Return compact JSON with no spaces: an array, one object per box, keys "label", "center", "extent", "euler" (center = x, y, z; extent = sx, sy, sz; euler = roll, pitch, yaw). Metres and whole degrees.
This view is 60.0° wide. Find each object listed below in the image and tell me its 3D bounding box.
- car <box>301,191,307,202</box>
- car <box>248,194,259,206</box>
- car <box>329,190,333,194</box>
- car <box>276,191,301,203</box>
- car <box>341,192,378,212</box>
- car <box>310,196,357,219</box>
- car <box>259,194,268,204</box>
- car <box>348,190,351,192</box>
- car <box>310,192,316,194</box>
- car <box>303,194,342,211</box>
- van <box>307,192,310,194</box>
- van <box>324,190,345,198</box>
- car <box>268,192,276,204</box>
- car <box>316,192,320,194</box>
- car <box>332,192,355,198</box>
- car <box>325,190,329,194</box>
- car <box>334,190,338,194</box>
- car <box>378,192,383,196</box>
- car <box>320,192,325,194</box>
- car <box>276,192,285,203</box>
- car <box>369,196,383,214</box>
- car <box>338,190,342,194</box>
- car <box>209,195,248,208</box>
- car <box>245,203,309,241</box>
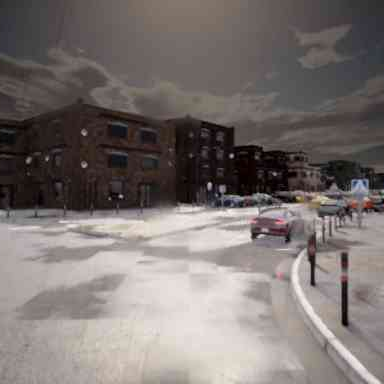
[{"label":"car","center":[16.811,1.055,58.526],"extent":[5.366,1.575,1.946],"euler":[0,1,39]},{"label":"car","center":[6.191,1.259,45.837],"extent":[5.008,1.535,2.097],"euler":[0,0,39]},{"label":"car","center":[27.143,0.854,71.446],"extent":[4.892,1.521,2.231],"euler":[0,1,39]},{"label":"car","center":[14.898,0.843,56.524],"extent":[5.566,2.045,2.435],"euler":[0,1,39]},{"label":"car","center":[18.120,1.146,35.929],"extent":[2.097,1.767,4.553],"euler":[0,1,40]},{"label":"car","center":[11.984,1.363,28.008],"extent":[2.128,1.511,4.902],"euler":[0,0,37]},{"label":"car","center":[7.941,1.269,47.966],"extent":[4.674,1.452,2.002],"euler":[0,1,39]},{"label":"car","center":[35.864,0.750,82.120],"extent":[4.674,1.452,2.002],"euler":[0,1,39]},{"label":"car","center":[20.154,0.986,62.916],"extent":[5.008,1.535,2.097],"euler":[0,1,39]},{"label":"car","center":[14.143,1.292,35.818],"extent":[1.882,1.535,5.008],"euler":[0,0,40]},{"label":"van","center":[18.501,0.796,60.701],"extent":[4.442,1.987,1.878],"euler":[0,1,39]},{"label":"van","center":[34.285,0.510,80.007],"extent":[4.442,1.987,1.878],"euler":[0,1,39]},{"label":"car","center":[9.708,1.074,50.081],"extent":[4.553,1.767,2.185],"euler":[0,1,39]},{"label":"car","center":[21.878,0.825,65.065],"extent":[4.553,1.767,2.185],"euler":[0,1,39]},{"label":"car","center":[39.357,0.662,86.386],"extent":[4.892,1.521,2.231],"euler":[0,1,39]},{"label":"car","center":[25.416,0.759,69.295],"extent":[4.553,1.767,2.185],"euler":[0,1,39]},{"label":"car","center":[28.888,0.823,73.581],"extent":[4.892,1.521,2.231],"euler":[0,1,39]},{"label":"car","center":[24.446,1.170,43.656],"extent":[2.128,1.511,4.902],"euler":[0,1,40]},{"label":"car","center":[23.623,0.792,67.199],"extent":[4.553,1.767,2.185],"euler":[0,1,39]},{"label":"car","center":[11.428,1.168,52.244],"extent":[4.892,1.521,2.231],"euler":[0,1,39]},{"label":"car","center":[18.860,1.340,29.533],"extent":[4.792,1.488,2.163],"euler":[0,0,39]},{"label":"car","center":[30.633,0.794,75.715],"extent":[4.892,1.521,2.231],"euler":[0,1,39]},{"label":"car","center":[4.470,1.159,43.674],"extent":[4.553,1.767,2.185],"euler":[0,1,39]},{"label":"car","center":[4.277,1.490,16.417],"extent":[1.812,1.442,4.674],"euler":[0,0,29]}]
